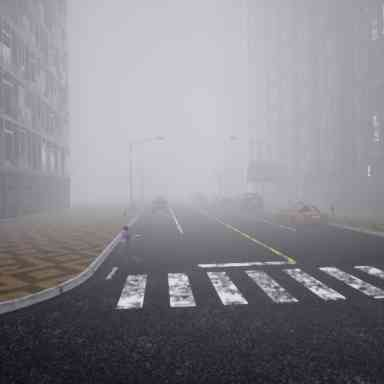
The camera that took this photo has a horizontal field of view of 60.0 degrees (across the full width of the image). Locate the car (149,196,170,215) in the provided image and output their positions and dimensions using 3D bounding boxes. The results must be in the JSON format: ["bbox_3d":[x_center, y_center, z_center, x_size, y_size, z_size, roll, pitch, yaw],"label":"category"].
[{"bbox_3d":[-3.008,1.366,31.119,1.947,1.339,4.313,0,1,-5],"label":"car"}]

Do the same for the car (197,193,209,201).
[{"bbox_3d":[2.165,0.909,65.642,1.887,1.381,4.507,0,1,-5],"label":"car"}]

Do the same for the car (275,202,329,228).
[{"bbox_3d":[6.409,1.285,20.043,1.752,1.417,4.829,0,1,-5],"label":"car"}]

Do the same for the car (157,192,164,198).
[{"bbox_3d":[-8.285,0.746,87.297,1.967,1.590,4.097,0,1,-5],"label":"car"}]

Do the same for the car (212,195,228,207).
[{"bbox_3d":[4.275,1.107,43.176,1.887,1.381,4.507,0,1,-5],"label":"car"}]

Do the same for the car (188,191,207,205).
[{"bbox_3d":[1.081,1.041,49.407,2.128,1.511,4.902,-1,1,-5],"label":"car"}]

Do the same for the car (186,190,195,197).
[{"bbox_3d":[-0.474,0.428,93.722,2.192,1.841,5.009,0,1,-5],"label":"car"}]

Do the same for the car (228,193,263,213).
[{"bbox_3d":[5.328,0.974,31.941,2.192,1.841,5.009,0,1,-5],"label":"car"}]

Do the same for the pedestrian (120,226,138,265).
[{"bbox_3d":[-1.940,1.565,10.145,0.375,1.300,0.375,0,0,-5],"label":"pedestrian"}]

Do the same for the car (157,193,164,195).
[{"bbox_3d":[-4.591,1.237,47.972,1.802,1.307,4.206,0,1,-5],"label":"car"}]

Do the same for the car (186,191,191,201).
[{"bbox_3d":[0.101,0.984,59.808,1.812,1.442,4.674,-1,1,-5],"label":"car"}]

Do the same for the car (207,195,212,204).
[{"bbox_3d":[3.748,1.095,48.792,1.802,1.307,4.206,0,1,-5],"label":"car"}]
